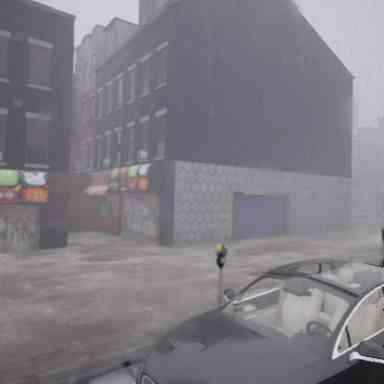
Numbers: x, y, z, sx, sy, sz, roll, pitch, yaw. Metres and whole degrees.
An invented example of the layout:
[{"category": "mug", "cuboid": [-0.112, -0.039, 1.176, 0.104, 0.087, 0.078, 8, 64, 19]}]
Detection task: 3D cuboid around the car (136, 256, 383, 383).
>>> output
[{"category": "car", "cuboid": [1.507, 1.566, 3.861, 4.403, 1.369, 2.008, 0, 1, -35]}]
